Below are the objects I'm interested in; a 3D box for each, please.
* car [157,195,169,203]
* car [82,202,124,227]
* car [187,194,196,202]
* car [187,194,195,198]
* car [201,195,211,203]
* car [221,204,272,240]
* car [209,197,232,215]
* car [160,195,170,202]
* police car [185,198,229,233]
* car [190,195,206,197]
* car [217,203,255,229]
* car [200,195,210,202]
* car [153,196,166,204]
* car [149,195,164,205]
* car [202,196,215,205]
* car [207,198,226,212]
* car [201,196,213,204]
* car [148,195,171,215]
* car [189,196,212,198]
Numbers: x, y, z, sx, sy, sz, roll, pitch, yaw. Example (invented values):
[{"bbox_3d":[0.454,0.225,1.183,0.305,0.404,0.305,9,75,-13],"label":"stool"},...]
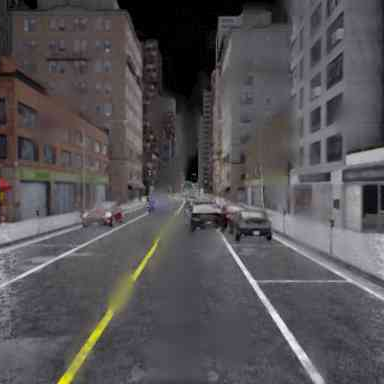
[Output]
[{"bbox_3d":[-5.790,1.413,65.939,2.008,1.369,4.403,-1,0,0],"label":"car"},{"bbox_3d":[-5.780,1.385,21.898,1.967,1.590,4.097,-1,0,0],"label":"car"},{"bbox_3d":[-0.018,1.196,70.067,1.837,1.490,4.892,0,0,0],"label":"car"},{"bbox_3d":[-0.014,1.371,55.401,2.128,1.511,4.902,0,0,0],"label":"car"},{"bbox_3d":[2.735,1.408,65.941,1.887,1.381,4.507,-1,0,0],"label":"car"},{"bbox_3d":[2.748,1.509,16.394,2.008,1.369,4.403,-1,0,0],"label":"car"},{"bbox_3d":[2.742,1.362,32.910,1.967,1.590,4.097,-1,0,0],"label":"car"},{"bbox_3d":[-5.792,1.399,71.444,1.887,1.381,4.507,-1,0,0],"label":"car"},{"bbox_3d":[0.679,1.375,19.545,1.930,1.638,5.238,0,0,-5],"label":"police car"},{"bbox_3d":[0.891,1.394,35.497,1.882,1.535,5.008,0,0,0],"label":"car"},{"bbox_3d":[2.746,1.490,21.900,1.887,1.381,4.507,-1,0,0],"label":"car"},{"bbox_3d":[2.733,1.399,71.446,1.887,1.381,4.507,-1,0,0],"label":"car"},{"bbox_3d":[-5.789,1.437,60.434,1.947,1.339,4.313,-1,0,0],"label":"car"},{"bbox_3d":[-5.789,1.321,54.928,1.967,1.590,4.097,-1,0,0],"label":"car"},{"bbox_3d":[2.738,1.447,54.931,1.947,1.339,4.313,-1,0,0],"label":"car"},{"bbox_3d":[2.742,1.456,38.415,1.887,1.381,4.507,-1,0,0],"label":"car"},{"bbox_3d":[2.736,1.417,60.435,1.887,1.381,4.507,-1,0,0],"label":"car"},{"bbox_3d":[-3.102,1.400,32.616,1.882,1.535,5.008,0,0,0],"label":"car"},{"bbox_3d":[0.892,1.407,29.497,1.882,1.535,5.008,0,0,0],"label":"car"}]
